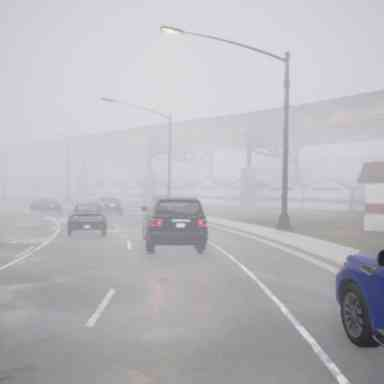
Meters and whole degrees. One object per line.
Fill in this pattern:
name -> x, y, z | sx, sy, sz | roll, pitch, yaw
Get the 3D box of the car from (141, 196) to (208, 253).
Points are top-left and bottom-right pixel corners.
car -> -0.856, 1.192, 13.659 | 2.150, 2.045, 5.566 | 1, 0, -10

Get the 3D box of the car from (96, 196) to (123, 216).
car -> -8.010, 1.177, 30.289 | 2.097, 1.767, 4.553 | 1, 0, -33

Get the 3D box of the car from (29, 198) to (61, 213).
car -> -14.590, 1.268, 32.987 | 1.994, 1.385, 4.181 | 1, 0, -42

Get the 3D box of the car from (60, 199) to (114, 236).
car -> -5.581, 1.373, 17.763 | 2.128, 1.511, 4.902 | 1, 0, -17

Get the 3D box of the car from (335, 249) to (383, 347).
car -> 3.427, 1.279, 3.226 | 2.150, 2.045, 5.566 | 1, 0, 1
